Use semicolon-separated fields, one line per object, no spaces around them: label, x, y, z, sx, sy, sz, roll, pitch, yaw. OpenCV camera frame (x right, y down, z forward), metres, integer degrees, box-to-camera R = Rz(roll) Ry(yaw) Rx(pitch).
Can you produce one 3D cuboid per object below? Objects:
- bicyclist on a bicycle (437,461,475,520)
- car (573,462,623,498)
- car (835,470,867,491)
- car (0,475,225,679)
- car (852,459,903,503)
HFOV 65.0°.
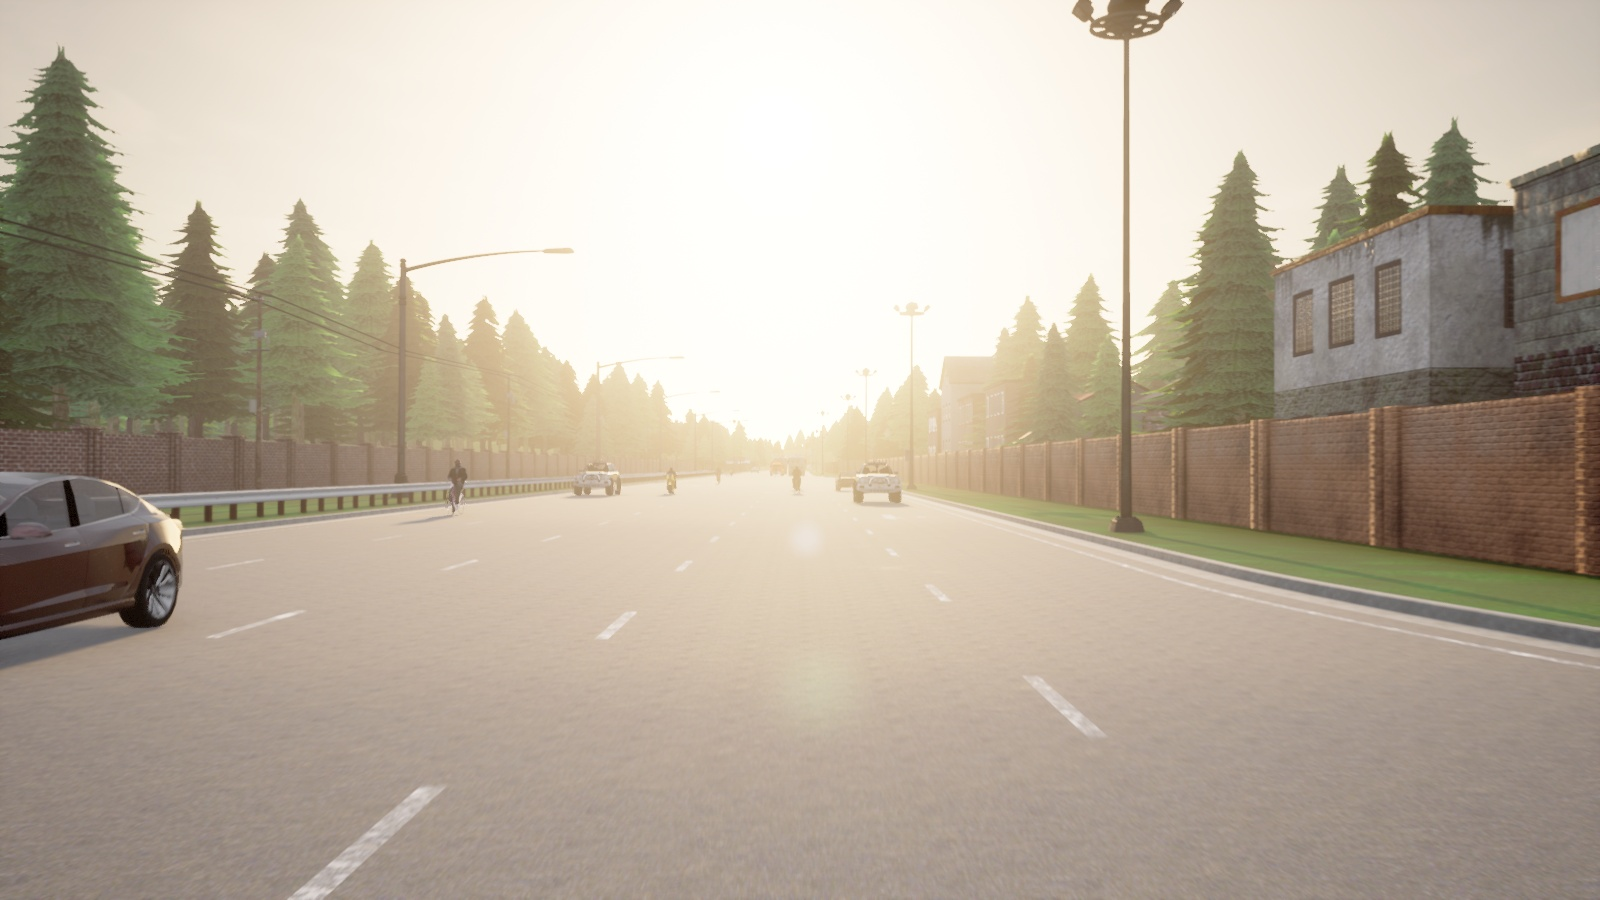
bicyclist on a bicycle;-10.594;1.236;38.724;0.659;1.776;1.843;0;-1;0
car;-10.661;1.550;66.503;1.932;1.855;4.605;0;-1;0
car;3.304;1.981;81.823;1.895;1.301;4.718;0;-1;0
car;-7.026;0.978;10.597;2.163;1.488;4.792;0;-1;0
car;3.367;1.342;55.043;1.932;1.855;4.605;0;-1;0
